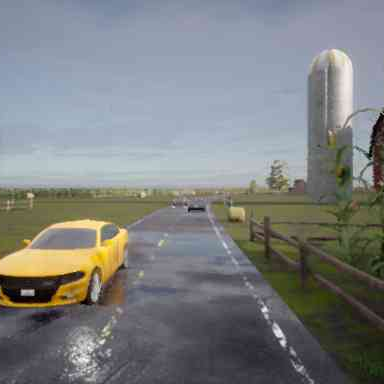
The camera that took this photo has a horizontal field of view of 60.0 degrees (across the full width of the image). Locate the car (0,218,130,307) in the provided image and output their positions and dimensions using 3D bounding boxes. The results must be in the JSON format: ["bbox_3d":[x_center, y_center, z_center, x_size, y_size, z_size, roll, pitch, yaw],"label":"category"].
[{"bbox_3d":[-2.840,1.472,8.254,1.882,1.535,5.008,0,0,0],"label":"car"}]

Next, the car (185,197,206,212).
[{"bbox_3d":[0.555,1.534,38.490,1.994,1.385,4.181,0,0,3],"label":"car"}]

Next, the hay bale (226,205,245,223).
[{"bbox_3d":[3.263,1.639,25.024,1.220,1.180,1.240,0,1,1],"label":"hay bale"}]

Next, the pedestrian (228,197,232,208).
[{"bbox_3d":[2.983,1.265,26.306,0.375,1.860,0.375,0,1,-2],"label":"pedestrian"}]

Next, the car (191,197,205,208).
[{"bbox_3d":[0.917,1.464,49.000,1.837,1.490,4.892,0,0,3],"label":"car"}]

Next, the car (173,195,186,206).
[{"bbox_3d":[-1.757,1.305,51.569,2.097,1.767,4.553,0,0,3],"label":"car"}]
